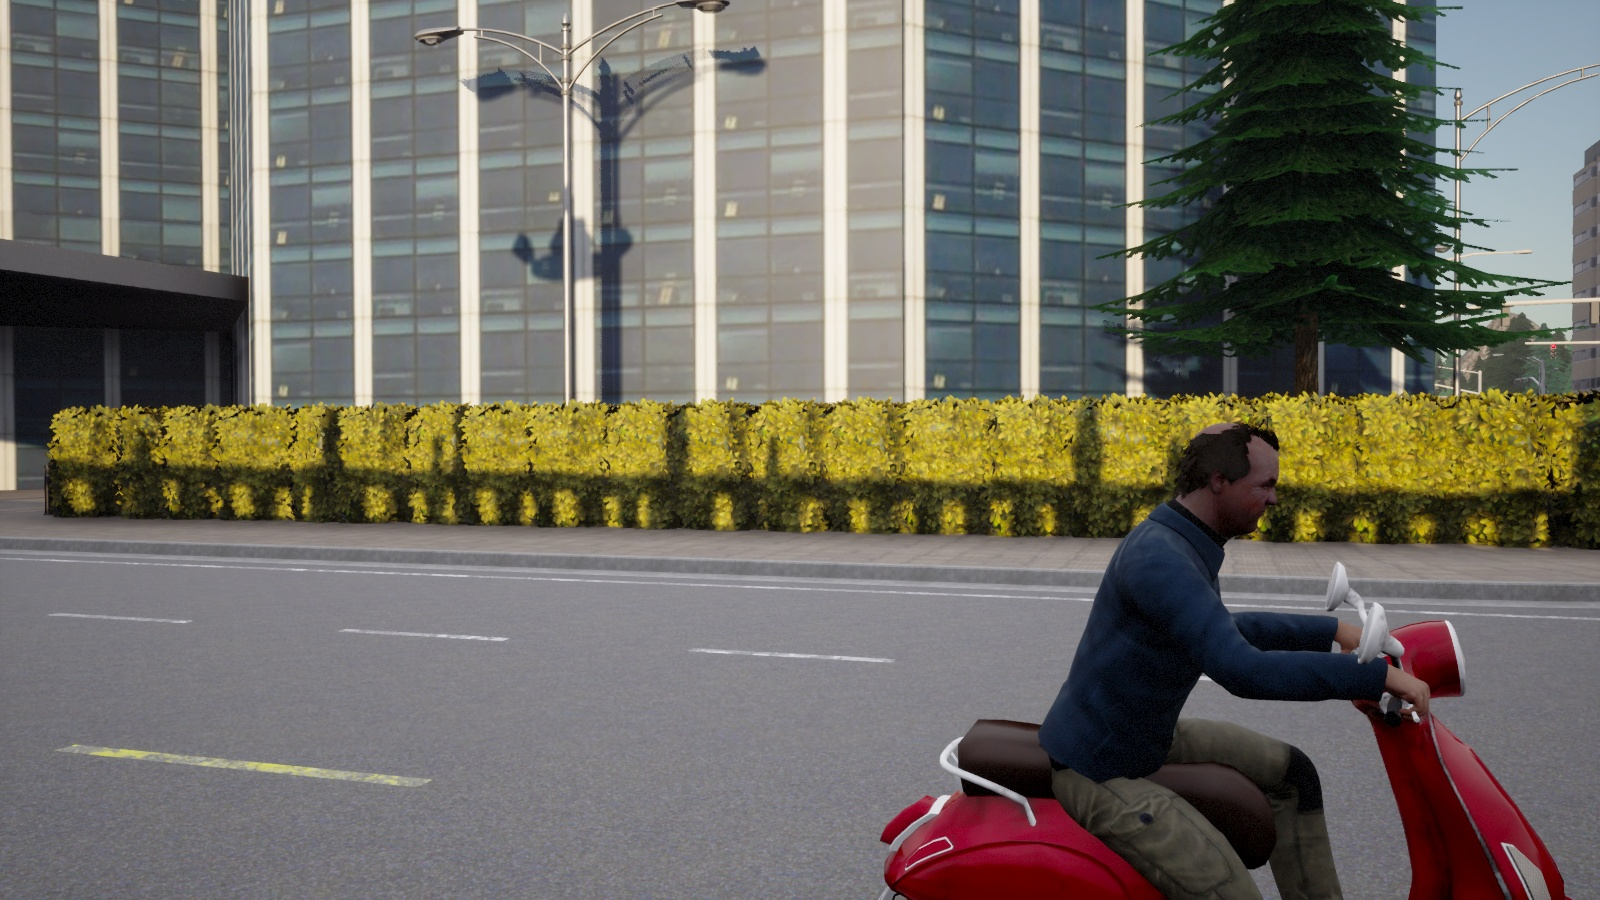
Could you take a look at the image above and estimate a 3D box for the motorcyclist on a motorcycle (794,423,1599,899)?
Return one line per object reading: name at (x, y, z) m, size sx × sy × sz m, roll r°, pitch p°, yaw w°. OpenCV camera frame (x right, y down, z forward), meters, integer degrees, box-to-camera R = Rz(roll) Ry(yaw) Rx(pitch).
motorcyclist on a motorcycle at (0.986, 0.738, 2.871) m, size 1.817 × 1.590 × 0.866 m, roll 1°, pitch 1°, yaw 18°
